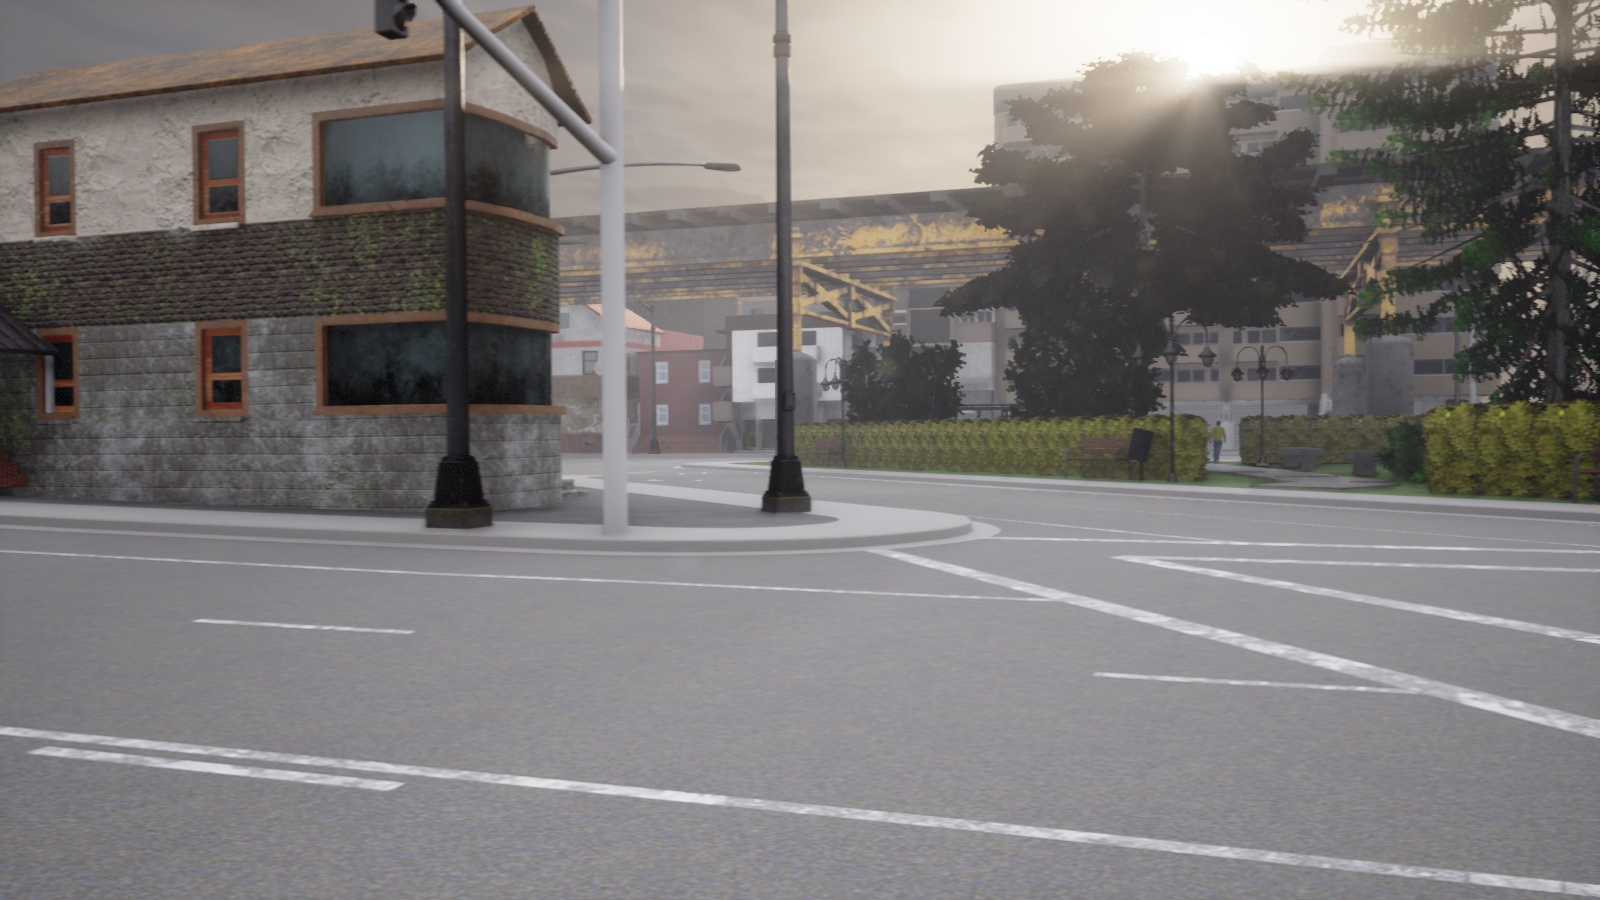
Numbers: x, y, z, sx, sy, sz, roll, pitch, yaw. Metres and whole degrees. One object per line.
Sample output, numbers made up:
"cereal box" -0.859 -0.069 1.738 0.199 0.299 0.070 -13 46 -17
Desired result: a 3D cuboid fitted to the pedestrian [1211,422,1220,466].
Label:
"pedestrian" 17.526 -0.245 53.003 0.354 1.836 0.706 0 1 19
